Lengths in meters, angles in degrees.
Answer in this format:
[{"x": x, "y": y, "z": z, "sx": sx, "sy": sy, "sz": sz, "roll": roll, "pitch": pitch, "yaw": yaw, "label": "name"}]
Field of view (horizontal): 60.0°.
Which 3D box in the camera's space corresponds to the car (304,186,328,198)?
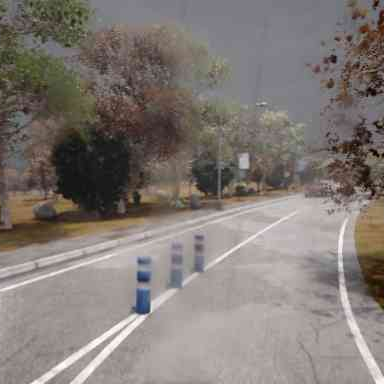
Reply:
[{"x": 14.503, "y": -0.053, "z": 38.710, "sx": 1.994, "sy": 1.385, "sz": 4.181, "roll": 0, "pitch": 3, "yaw": 33, "label": "car"}]
